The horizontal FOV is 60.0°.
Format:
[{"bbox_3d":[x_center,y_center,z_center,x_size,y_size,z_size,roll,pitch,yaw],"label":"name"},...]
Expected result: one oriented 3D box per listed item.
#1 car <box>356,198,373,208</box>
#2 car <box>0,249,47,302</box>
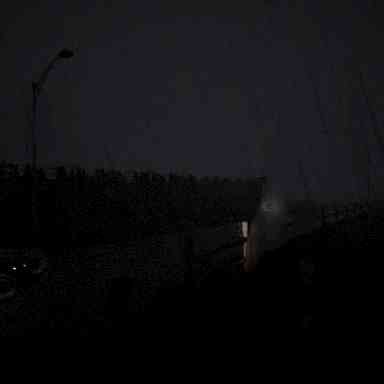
[{"bbox_3d":[26.836,1.694,51.734,2.033,1.411,5.357,-1,-1,36],"label":"car"},{"bbox_3d":[-5.806,1.724,7.388,4.718,1.301,1.895,0,-1,-21],"label":"car"}]
